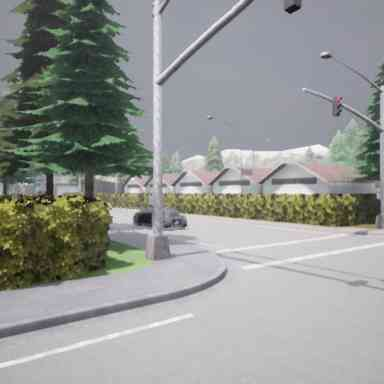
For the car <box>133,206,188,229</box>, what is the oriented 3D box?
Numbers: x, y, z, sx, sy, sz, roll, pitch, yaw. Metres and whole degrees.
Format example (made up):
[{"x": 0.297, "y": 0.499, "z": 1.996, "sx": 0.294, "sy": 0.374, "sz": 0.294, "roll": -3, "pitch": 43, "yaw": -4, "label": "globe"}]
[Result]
[{"x": -2.060, "y": 1.580, "z": 20.831, "sx": 1.994, "sy": 1.385, "sz": 4.181, "roll": 0, "pitch": 1, "yaw": -36, "label": "car"}]
